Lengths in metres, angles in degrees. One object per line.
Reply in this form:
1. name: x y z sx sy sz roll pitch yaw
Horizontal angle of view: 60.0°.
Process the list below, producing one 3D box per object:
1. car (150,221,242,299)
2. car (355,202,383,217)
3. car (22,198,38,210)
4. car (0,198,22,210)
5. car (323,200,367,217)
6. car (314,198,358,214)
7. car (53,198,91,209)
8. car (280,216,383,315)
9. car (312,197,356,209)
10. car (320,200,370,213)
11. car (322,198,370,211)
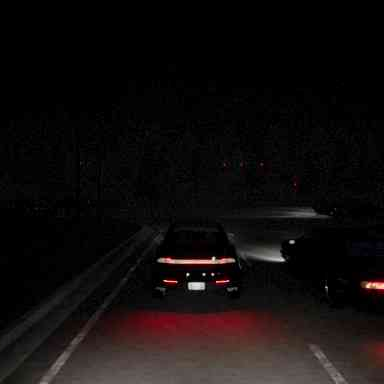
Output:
1. car: 0.099 1.492 8.457 2.128 1.511 4.902 0 0 0
2. car: 7.107 1.352 9.901 2.097 1.767 4.553 0 0 0
3. car: -21.497 1.505 40.822 4.892 1.490 1.837 0 0 3
4. car: -22.609 1.547 37.486 5.357 1.411 2.033 0 0 2
5. car: 14.897 1.601 30.238 4.718 1.301 1.895 0 0 1
6. car: 14.795 1.526 33.740 4.674 1.442 1.812 0 0 1
7. car: -15.876 1.491 44.029 4.902 1.511 2.128 0 0 4
8. car: 3.597 1.547 7.831 2.033 1.411 5.357 0 0 0
9. car: 18.829 1.477 44.202 5.008 1.535 1.882 0 0 1
10. car: 17.075 1.601 37.218 4.718 1.301 1.895 0 0 1
11. car: 18.829 1.477 40.702 5.008 1.535 1.882 0 0 1
